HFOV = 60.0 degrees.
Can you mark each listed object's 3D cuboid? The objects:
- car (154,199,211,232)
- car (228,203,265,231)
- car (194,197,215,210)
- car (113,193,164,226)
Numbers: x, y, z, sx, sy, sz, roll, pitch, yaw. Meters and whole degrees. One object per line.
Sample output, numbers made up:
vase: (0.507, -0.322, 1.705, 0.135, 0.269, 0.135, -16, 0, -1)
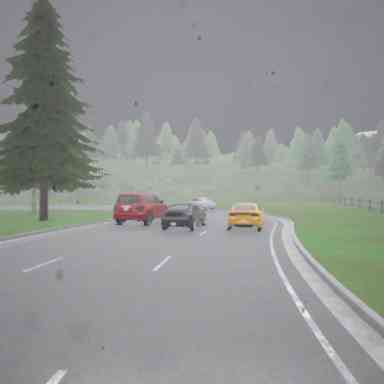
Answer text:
car: (-0.386, 1.415, 19.710, 1.837, 1.490, 4.892, 0, 0, 14)
car: (3.349, 1.398, 20.316, 1.882, 1.535, 5.008, 0, 0, 14)
car: (0.865, 1.357, 38.453, 1.812, 1.442, 4.674, 1, 0, -33)
car: (-3.325, 1.109, 22.531, 2.150, 2.045, 5.566, 0, 0, 14)
